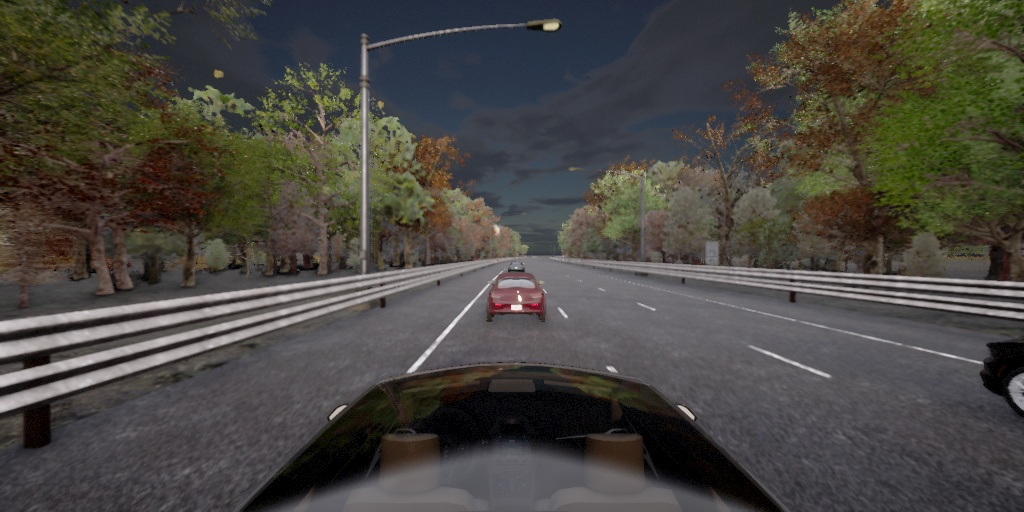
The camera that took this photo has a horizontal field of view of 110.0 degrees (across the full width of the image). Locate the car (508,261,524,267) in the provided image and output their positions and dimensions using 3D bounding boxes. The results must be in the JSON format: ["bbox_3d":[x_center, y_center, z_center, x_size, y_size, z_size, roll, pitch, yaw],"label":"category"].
[{"bbox_3d":[0.522,1.307,42.531,1.994,1.385,4.181,0,0,1],"label":"car"}]

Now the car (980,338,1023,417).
[{"bbox_3d":[7.105,1.229,2.579,1.882,1.535,5.008,0,0,0],"label":"car"}]

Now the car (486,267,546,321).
[{"bbox_3d":[0.140,1.275,12.346,1.812,1.442,4.674,0,0,0],"label":"car"}]
